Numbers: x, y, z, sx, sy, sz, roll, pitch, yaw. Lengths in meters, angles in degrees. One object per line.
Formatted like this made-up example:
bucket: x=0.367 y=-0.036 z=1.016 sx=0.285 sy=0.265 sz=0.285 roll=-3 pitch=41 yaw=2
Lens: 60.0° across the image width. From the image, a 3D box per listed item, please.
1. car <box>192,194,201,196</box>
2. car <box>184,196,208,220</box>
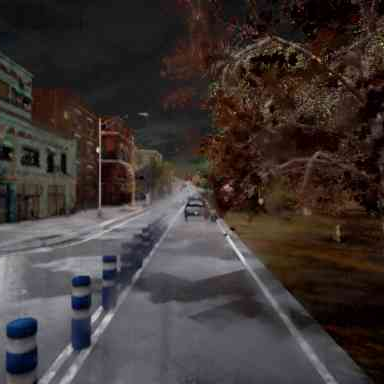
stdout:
car: x=0.776 y=1.044 z=53.739 sx=2.097 sy=1.767 sz=4.553 roll=0 pitch=0 yaw=2
car: x=0.348 y=1.368 z=27.224 sx=2.128 sy=1.511 sz=4.902 roll=0 pitch=0 yaw=1
